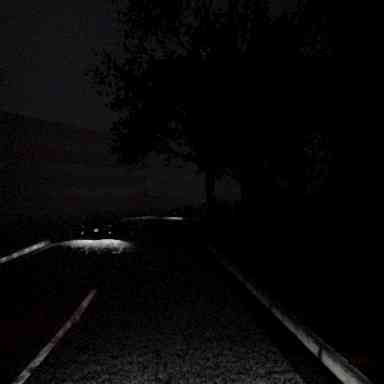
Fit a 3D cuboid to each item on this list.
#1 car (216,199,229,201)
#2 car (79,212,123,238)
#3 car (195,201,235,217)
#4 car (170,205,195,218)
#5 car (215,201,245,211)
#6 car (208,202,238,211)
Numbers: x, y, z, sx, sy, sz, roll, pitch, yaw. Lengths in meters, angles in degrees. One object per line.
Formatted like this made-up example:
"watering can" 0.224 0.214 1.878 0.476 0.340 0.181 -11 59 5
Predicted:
"car" 3.761 2.166 54.867 5.566 2.045 2.435 0 -1 32
"car" -5.238 1.884 19.622 1.994 1.385 4.181 0 -1 -5
"car" 2.780 2.160 38.676 1.882 1.535 5.008 0 -1 32
"car" -0.843 2.247 39.119 1.994 1.385 4.181 0 -1 31
"car" 6.781 2.489 59.641 5.008 1.535 2.097 0 -1 32
"car" 5.282 2.493 57.243 4.674 1.452 2.002 0 -1 32
